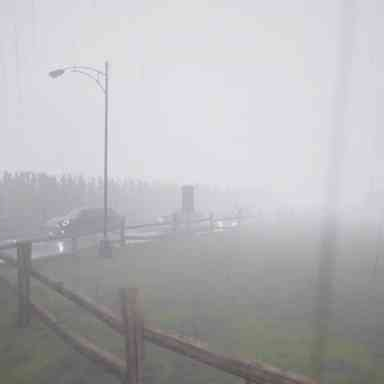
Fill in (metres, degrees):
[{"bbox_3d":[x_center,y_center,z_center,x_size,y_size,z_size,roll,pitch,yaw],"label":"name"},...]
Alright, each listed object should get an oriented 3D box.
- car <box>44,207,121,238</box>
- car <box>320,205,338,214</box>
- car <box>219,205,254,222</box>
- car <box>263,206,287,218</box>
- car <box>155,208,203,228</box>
[{"bbox_3d":[-6.315,1.697,19.673,2.097,1.767,4.553,-1,-2,34],"label":"car"},{"bbox_3d":[22.424,2.826,54.454,1.882,1.535,5.008,-1,-2,36],"label":"car"},{"bbox_3d":[4.754,2.135,35.048,2.097,1.767,4.553,-1,-2,36],"label":"car"},{"bbox_3d":[10.817,2.544,43.316,1.812,1.442,4.674,-1,-2,35],"label":"car"},{"bbox_3d":[-0.946,2.051,27.180,2.128,1.511,4.902,-1,-2,36],"label":"car"}]
